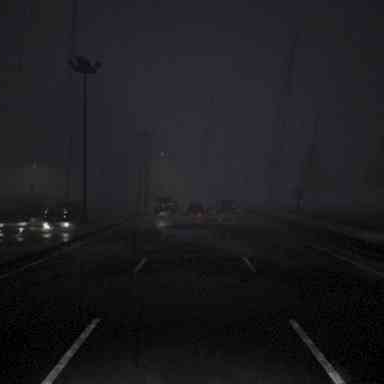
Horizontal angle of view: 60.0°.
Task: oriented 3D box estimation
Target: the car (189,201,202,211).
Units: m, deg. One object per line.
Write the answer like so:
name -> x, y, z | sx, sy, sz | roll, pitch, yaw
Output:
car -> 0.561, 2.008, 49.749 | 1.895, 1.301, 4.718 | 0, 0, 1

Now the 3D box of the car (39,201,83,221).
car -> -11.198, 1.591, 29.376 | 2.097, 1.767, 4.553 | 0, 0, 1

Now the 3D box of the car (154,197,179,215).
car -> -3.064, 1.539, 38.794 | 2.150, 2.045, 5.566 | 0, 0, 1

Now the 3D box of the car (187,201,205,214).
car -> 0.452, 1.814, 39.408 | 2.128, 1.511, 4.902 | 0, 0, 1

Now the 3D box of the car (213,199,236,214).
car -> 3.952, 1.675, 39.386 | 2.097, 1.767, 4.553 | 0, 0, 1

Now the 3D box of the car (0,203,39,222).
car -> -14.692, 1.718, 29.505 | 1.882, 1.535, 5.008 | 0, -1, 1
